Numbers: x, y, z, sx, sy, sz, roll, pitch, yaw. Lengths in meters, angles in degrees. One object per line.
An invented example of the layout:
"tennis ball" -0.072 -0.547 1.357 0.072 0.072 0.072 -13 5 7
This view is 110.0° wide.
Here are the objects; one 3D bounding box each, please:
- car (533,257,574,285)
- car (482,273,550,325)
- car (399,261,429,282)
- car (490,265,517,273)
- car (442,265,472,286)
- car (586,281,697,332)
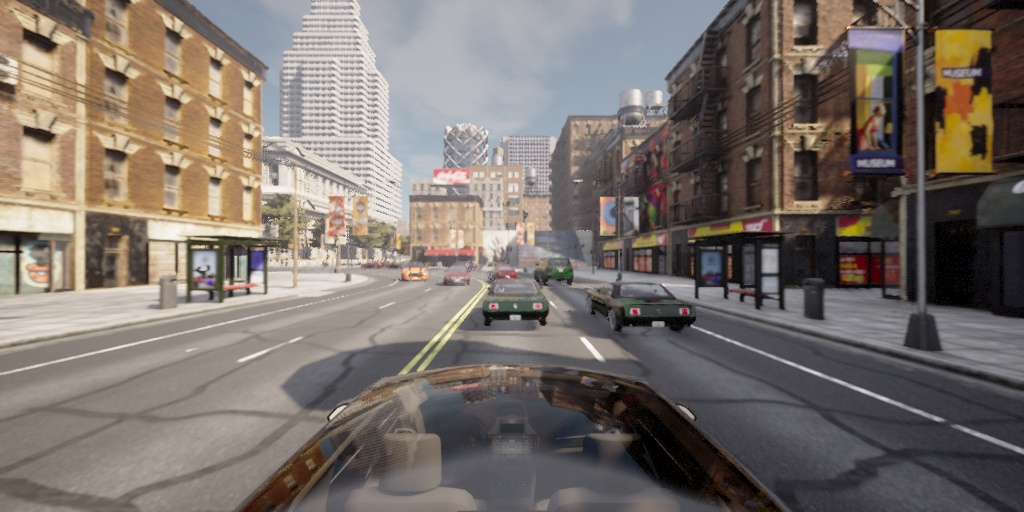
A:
"car" 3.101 1.123 27.689 2.150 2.045 5.566 0 0 -7
"car" 0.099 1.411 12.025 1.895 1.301 4.718 0 0 0
"car" -8.576 1.276 31.628 2.097 1.767 4.553 0 0 -18
"car" -0.748 1.438 29.614 1.812 1.442 4.674 0 0 -10
"car" -4.048 1.422 26.899 1.812 1.442 4.674 0 0 -8
"car" 3.598 1.405 11.022 1.895 1.301 4.718 0 0 0
